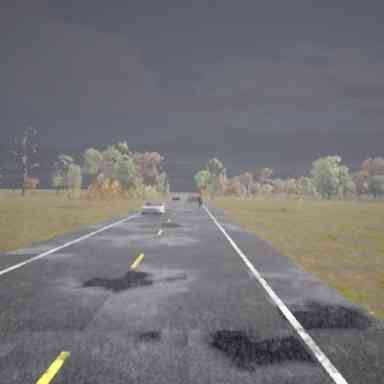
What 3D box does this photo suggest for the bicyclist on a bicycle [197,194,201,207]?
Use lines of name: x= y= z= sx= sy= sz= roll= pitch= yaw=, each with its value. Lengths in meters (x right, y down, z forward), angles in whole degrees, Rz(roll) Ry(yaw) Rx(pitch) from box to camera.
bicyclist on a bicycle: x=0.979 y=1.233 z=47.039 sx=0.659 sy=1.776 sz=1.843 roll=0 pitch=0 yaw=0

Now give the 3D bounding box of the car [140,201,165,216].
car: x=-3.586 y=1.511 z=30.969 sx=1.895 sy=1.301 sz=4.718 roll=0 pitch=0 yaw=0

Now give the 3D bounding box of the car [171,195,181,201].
car: x=-3.474 y=1.335 z=72.782 sx=1.895 sy=1.301 sz=4.718 roll=0 pitch=0 yaw=0

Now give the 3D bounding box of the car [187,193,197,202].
car: x=0.051 y=1.289 z=68.889 sx=2.128 sy=1.511 sz=4.902 roll=0 pitch=0 yaw=1

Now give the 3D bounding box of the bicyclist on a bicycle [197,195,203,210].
bicyclist on a bicycle: x=0.976 y=1.347 z=36.541 sx=0.582 sy=1.620 sz=1.656 roll=0 pitch=0 yaw=0

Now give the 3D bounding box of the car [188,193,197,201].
car: x=0.028 y=1.118 z=78.439 sx=2.097 sy=1.767 sz=4.553 roll=0 pitch=0 yaw=0
